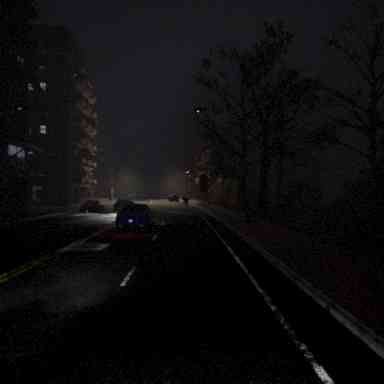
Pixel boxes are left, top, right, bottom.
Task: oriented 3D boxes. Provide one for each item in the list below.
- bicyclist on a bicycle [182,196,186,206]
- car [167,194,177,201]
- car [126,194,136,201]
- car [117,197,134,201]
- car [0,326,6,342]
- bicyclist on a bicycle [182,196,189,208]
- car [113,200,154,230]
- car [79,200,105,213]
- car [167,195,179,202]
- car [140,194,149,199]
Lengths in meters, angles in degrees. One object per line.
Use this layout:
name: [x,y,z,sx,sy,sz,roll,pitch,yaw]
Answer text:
bicyclist on a bicycle: [-1.398,1.444,55.148,0.582,1.620,1.656,0,0,-5]
car: [-5.077,1.387,83.028,2.128,1.511,4.902,0,0,-7]
car: [-14.441,1.218,78.972,2.128,1.511,4.902,0,0,-7]
car: [-7.704,1.495,37.563,2.128,1.511,4.902,0,0,-3]
car: [-3.167,1.602,1.865,1.895,1.301,4.718,0,0,0]
bicyclist on a bicycle: [-0.722,1.447,46.086,0.582,1.620,1.656,0,0,-4]
car: [-3.530,1.481,21.169,1.882,1.535,5.008,0,0,-2]
car: [-10.906,1.554,36.736,2.033,1.411,5.357,0,0,-3]
car: [-3.885,1.485,72.304,1.837,1.490,4.892,0,0,-6]
car: [-11.212,1.165,79.350,1.882,1.535,5.008,0,0,-7]
